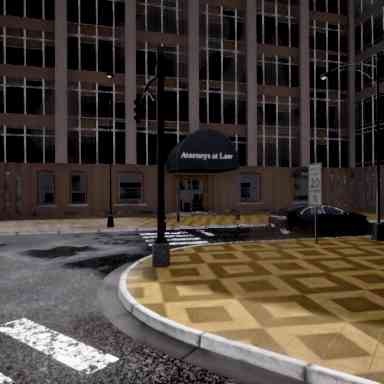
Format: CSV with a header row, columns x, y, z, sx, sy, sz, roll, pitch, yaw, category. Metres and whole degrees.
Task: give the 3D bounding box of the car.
x,y,z,sx,sy,sz,roll,pitch,yaw,category
6.075,1.309,15.896,4.902,1.511,2.128,0,0,-14,car
